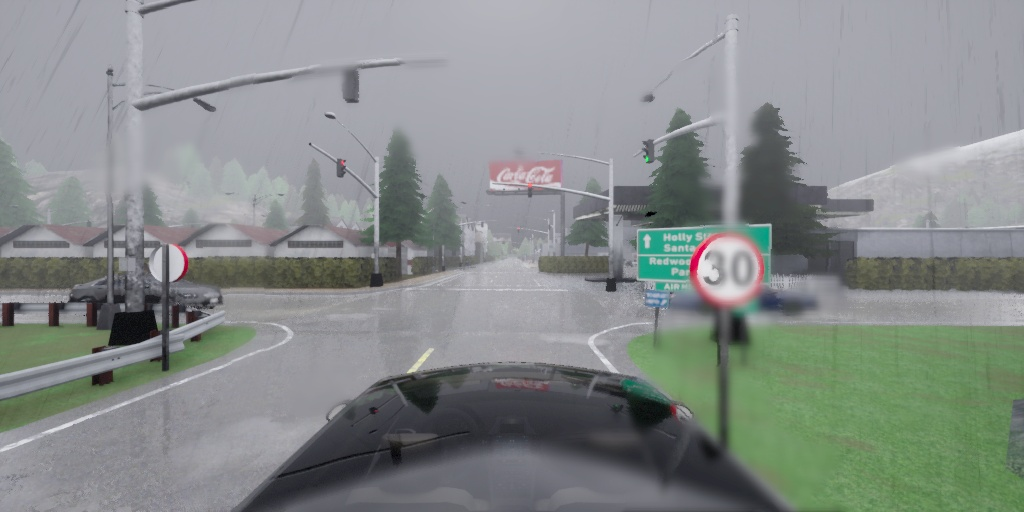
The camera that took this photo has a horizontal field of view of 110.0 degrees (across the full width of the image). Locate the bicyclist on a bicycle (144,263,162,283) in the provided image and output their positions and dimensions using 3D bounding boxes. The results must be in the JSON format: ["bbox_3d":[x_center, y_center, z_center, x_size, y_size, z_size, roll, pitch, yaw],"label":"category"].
[{"bbox_3d":[-21.672,1.244,21.339,0.582,1.620,1.656,0,0,1],"label":"bicyclist on a bicycle"}]

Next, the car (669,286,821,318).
[{"bbox_3d":[8.236,1.493,13.458,5.357,1.411,2.033,0,0,1],"label":"car"}]

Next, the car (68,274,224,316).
[{"bbox_3d":[-13.830,1.433,13.745,4.902,1.511,2.128,0,0,1],"label":"car"}]
